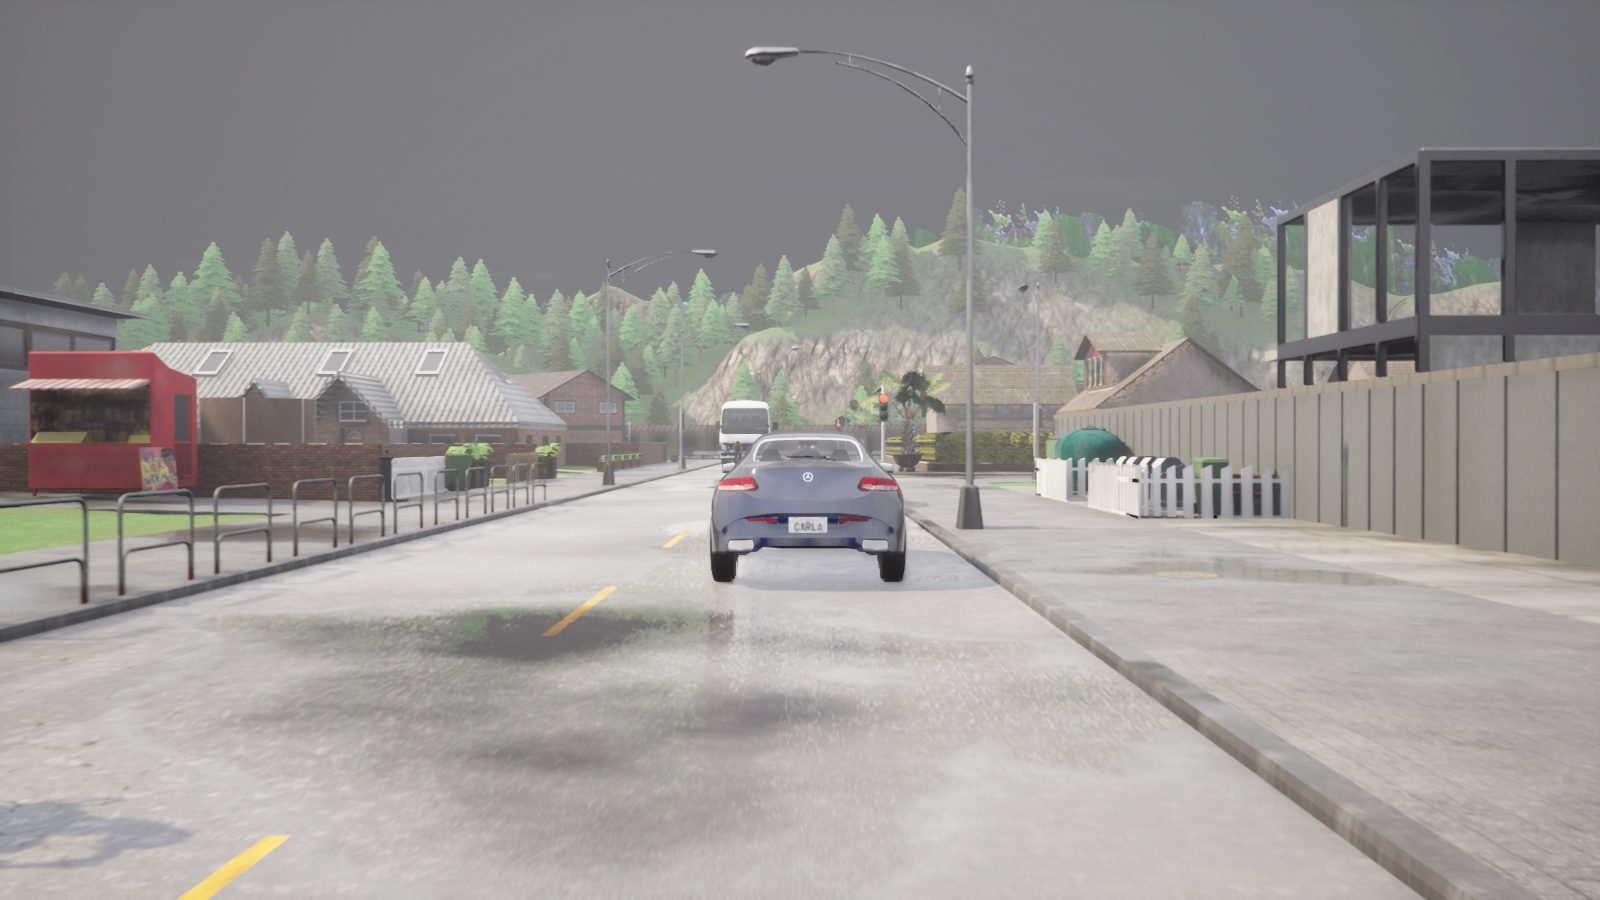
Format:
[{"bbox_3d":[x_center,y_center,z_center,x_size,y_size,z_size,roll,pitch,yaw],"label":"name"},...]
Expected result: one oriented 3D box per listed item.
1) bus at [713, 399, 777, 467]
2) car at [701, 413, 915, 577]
[{"bbox_3d":[-3.541,-1.104,83.678,3.944,4.253,10.273,0,0,-1],"label":"bus"},{"bbox_3d":[0.094,0.439,15.176,2.152,1.651,5.027,0,0,0],"label":"car"}]
